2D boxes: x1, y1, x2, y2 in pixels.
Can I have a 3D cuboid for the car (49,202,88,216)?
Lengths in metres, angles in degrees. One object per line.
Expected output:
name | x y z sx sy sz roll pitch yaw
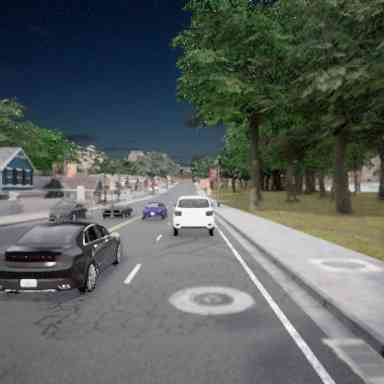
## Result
car | -9.840 1.561 26.846 1.837 1.490 4.892 0 -1 0

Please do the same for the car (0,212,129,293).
car | -3.153 1.511 8.842 1.837 1.490 4.892 0 0 0

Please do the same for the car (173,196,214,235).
car | 0.091 1.245 19.218 2.150 2.045 5.566 0 0 0

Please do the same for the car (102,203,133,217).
car | -6.575 1.670 29.569 1.895 1.301 4.718 0 0 0

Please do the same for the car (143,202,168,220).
car | -3.165 1.592 29.057 1.812 1.442 4.674 0 0 0

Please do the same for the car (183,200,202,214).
car | 0.078 1.673 38.782 2.033 1.411 5.357 0 0 0
